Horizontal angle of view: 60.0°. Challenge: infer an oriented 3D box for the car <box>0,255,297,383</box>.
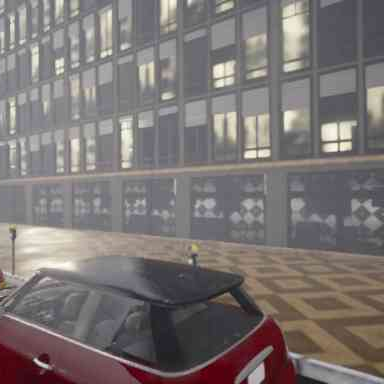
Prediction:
[{"bbox_3d":[-1.088,1.441,3.670,4.097,1.590,1.967,0,-1,35],"label":"car"}]
